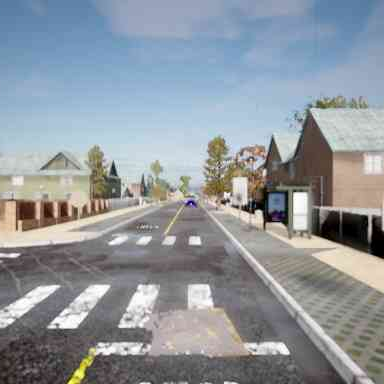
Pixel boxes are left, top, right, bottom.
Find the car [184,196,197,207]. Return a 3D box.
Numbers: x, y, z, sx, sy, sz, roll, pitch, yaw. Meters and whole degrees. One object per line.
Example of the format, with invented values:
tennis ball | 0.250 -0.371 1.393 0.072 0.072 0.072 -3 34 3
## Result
car | -0.127 1.741 54.025 1.812 1.442 4.674 0 0 0
